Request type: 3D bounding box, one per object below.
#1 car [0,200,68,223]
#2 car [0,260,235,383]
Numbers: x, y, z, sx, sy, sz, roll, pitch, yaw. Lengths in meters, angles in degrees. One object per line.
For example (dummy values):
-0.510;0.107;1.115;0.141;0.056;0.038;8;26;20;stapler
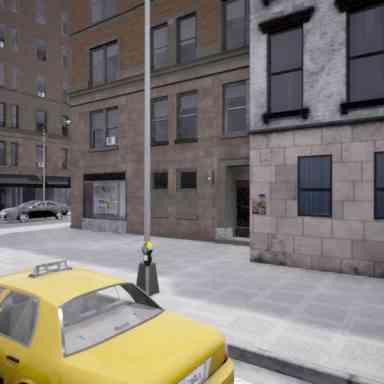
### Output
-11.723;1.401;25.039;2.128;1.511;4.902;0;0;32;car
-1.884;1.525;4.088;4.829;1.417;1.752;0;0;34;car
